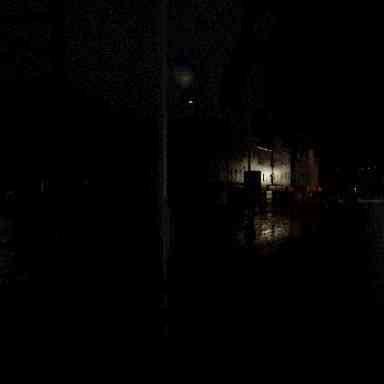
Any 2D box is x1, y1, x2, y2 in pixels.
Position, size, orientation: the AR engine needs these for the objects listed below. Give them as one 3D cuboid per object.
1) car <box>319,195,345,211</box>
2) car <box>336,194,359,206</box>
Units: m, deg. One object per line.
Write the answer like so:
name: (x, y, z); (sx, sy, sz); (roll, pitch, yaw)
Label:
car: (16.298, 1.395, 38.622); (2.128, 1.511, 4.902); (-1, 0, 34)
car: (22.248, 1.361, 47.076); (1.882, 1.535, 5.008); (-1, 0, 36)
